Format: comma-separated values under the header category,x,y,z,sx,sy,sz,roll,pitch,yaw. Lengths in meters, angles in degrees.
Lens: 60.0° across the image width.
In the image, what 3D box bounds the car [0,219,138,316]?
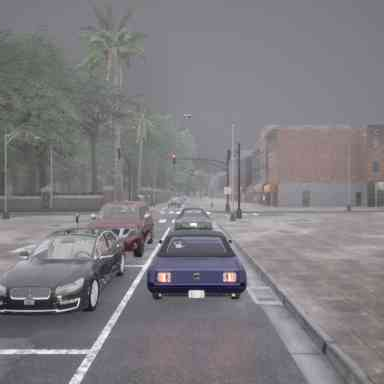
category,x,y,z,sx,sy,sz,roll,pitch,yaw
car,-2.650,1.551,7.588,2.008,1.369,4.403,0,0,0

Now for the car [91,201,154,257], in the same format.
category,x,y,z,sx,sy,sz,roll,pitch,yaw
car,-2.660,1.318,13.052,2.192,1.841,5.009,0,0,0

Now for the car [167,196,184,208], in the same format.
category,x,y,z,sx,sy,sz,roll,pitch,yaw
car,-2.724,1.542,51.201,1.967,1.590,4.097,0,0,0

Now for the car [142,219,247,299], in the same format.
category,x,y,z,sx,sy,sz,roll,pitch,yaw
car,0.086,1.601,8.372,1.895,1.301,4.718,0,0,0

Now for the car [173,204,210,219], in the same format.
category,x,y,z,sx,sy,sz,roll,pitch,yaw
car,0.065,1.573,18.415,1.994,1.385,4.181,0,0,0
